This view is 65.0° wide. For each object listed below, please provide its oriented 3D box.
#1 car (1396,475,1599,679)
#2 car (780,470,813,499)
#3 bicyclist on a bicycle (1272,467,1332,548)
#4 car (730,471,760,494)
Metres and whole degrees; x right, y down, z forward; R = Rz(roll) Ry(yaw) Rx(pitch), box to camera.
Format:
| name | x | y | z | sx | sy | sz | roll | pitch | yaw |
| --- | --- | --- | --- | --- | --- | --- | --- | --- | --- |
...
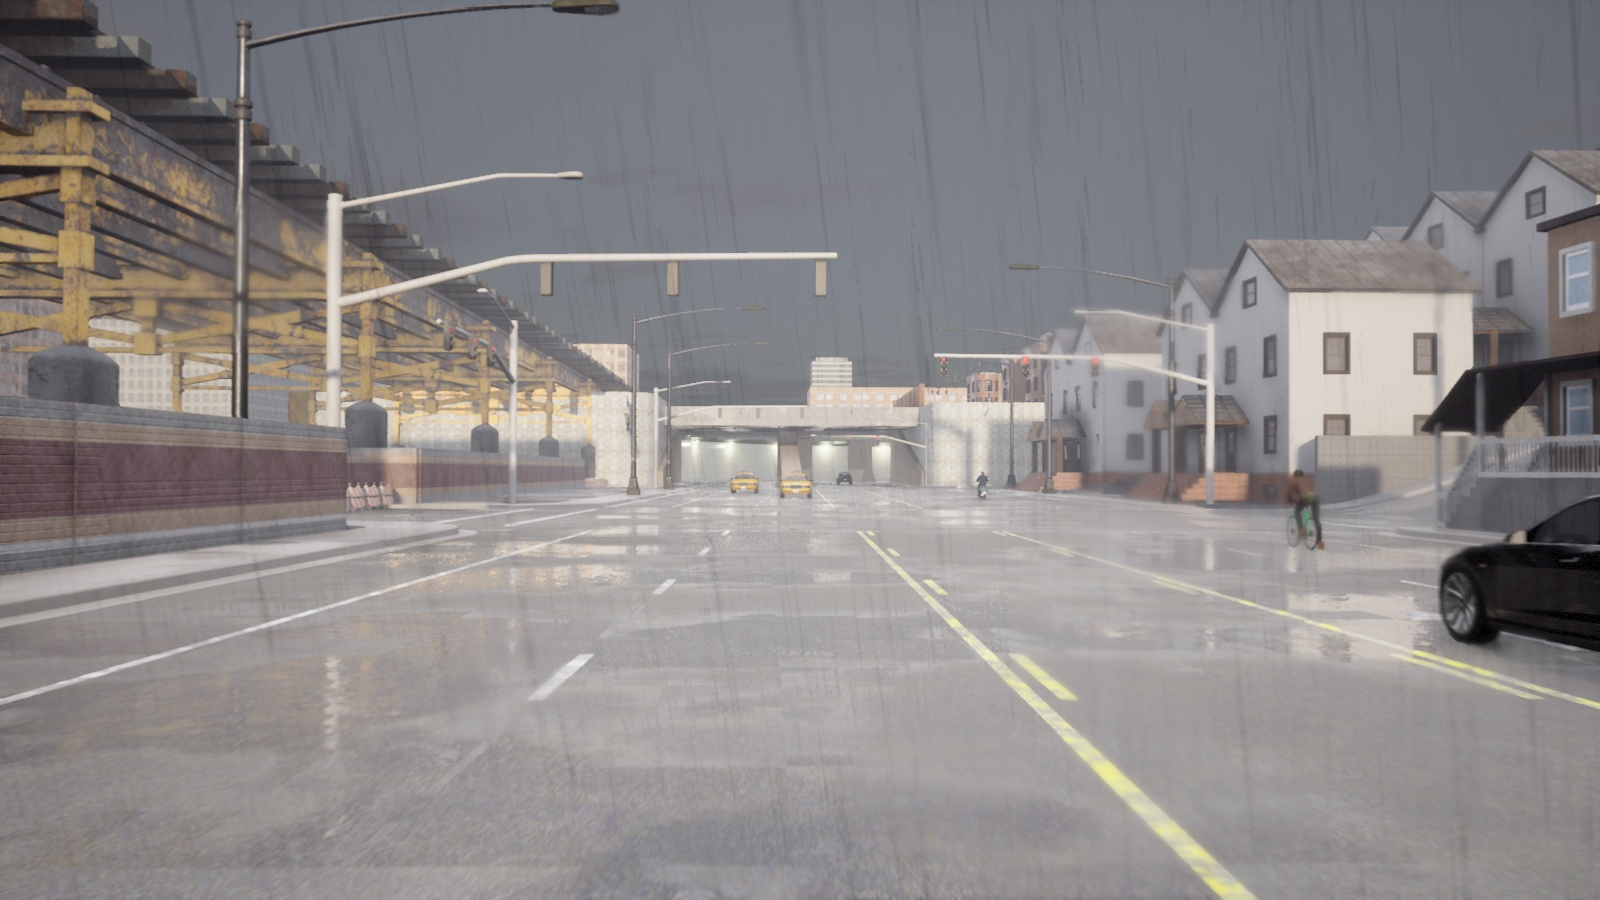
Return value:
| name | x | y | z | sx | sy | sz | roll | pitch | yaw |
| --- | --- | --- | --- | --- | --- | --- | --- | --- | --- |
| car | 6.971 | 0.954 | 9.981 | 2.163 | 1.488 | 4.792 | 0 | -1 | 0 |
| car | -0.207 | 1.979 | 73.184 | 1.801 | 1.575 | 5.366 | 0 | -1 | 0 |
| bicyclist on a bicycle | 10.385 | 1.161 | 26.027 | 0.582 | 1.620 | 1.656 | 0 | -1 | 1 |
| car | -3.744 | 2.214 | 86.377 | 1.801 | 1.575 | 5.366 | 0 | -1 | 0 |
